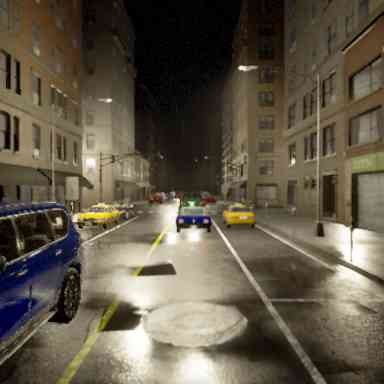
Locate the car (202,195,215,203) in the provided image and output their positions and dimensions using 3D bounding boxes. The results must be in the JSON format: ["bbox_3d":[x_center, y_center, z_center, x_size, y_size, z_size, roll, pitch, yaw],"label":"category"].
[{"bbox_3d":[2.851,1.188,58.553,1.947,1.339,4.313,0,0,0],"label":"car"}]

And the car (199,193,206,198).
[{"bbox_3d":[2.848,1.001,91.561,1.802,1.307,4.206,0,0,0],"label":"car"}]

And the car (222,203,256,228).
[{"bbox_3d":[2.854,1.384,20.922,1.752,1.417,4.829,0,0,0],"label":"car"}]

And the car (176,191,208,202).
[{"bbox_3d":[-0.003,1.029,28.745,2.150,2.045,5.566,0,0,0],"label":"car"}]

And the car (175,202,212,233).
[{"bbox_3d":[0.081,1.473,18.807,1.895,1.301,4.718,0,0,0],"label":"car"}]

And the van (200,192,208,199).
[{"bbox_3d":[2.849,0.828,80.557,1.690,1.788,3.998,0,0,0],"label":"van"}]

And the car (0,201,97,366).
[{"bbox_3d":[-3.102,1.192,4.140,2.150,2.045,5.566,0,0,0],"label":"car"}]

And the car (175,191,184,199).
[{"bbox_3d":[-3.007,0.705,80.962,2.150,2.045,5.566,0,0,0],"label":"car"}]

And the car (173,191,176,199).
[{"bbox_3d":[-5.677,0.927,80.557,1.967,1.590,4.097,0,0,0],"label":"car"}]

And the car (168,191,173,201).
[{"bbox_3d":[-5.676,0.995,69.554,1.967,1.590,4.097,0,0,0],"label":"car"}]

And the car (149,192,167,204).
[{"bbox_3d":[-5.675,0.971,53.050,2.192,1.841,5.009,0,0,0],"label":"car"}]

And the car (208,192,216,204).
[{"bbox_3d":[2.852,1.201,53.051,1.887,1.381,4.507,0,0,0],"label":"car"}]

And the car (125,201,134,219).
[{"bbox_3d":[-5.671,1.375,26.278,2.008,1.369,4.403,0,0,0],"label":"car"}]

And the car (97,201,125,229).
[{"bbox_3d":[-5.671,1.386,20.582,1.752,1.417,4.829,0,0,0],"label":"car"}]

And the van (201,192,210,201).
[{"bbox_3d":[2.849,0.896,69.554,1.690,1.788,3.998,0,0,0],"label":"van"}]
